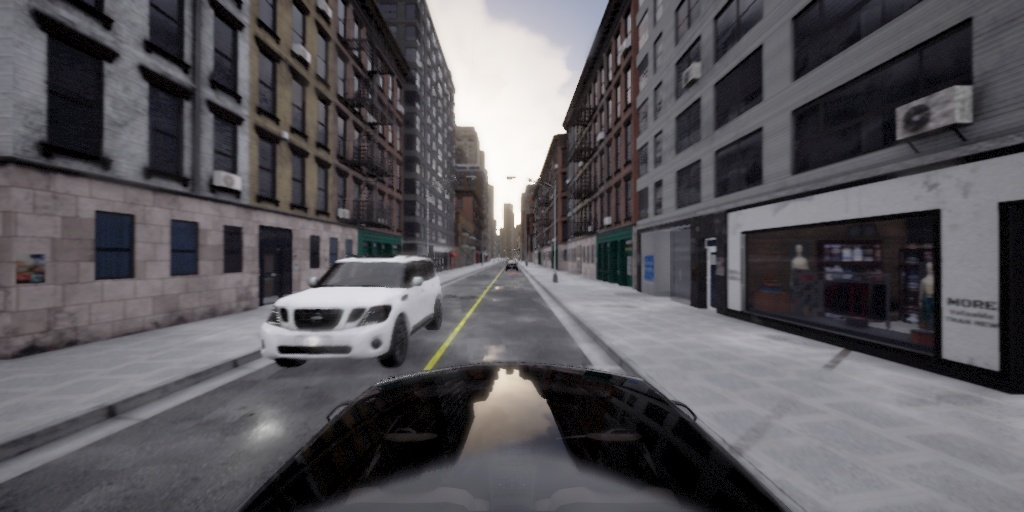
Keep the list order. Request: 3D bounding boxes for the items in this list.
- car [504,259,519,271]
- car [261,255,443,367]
[{"bbox_3d":[-0.025,1.426,51.723,1.837,1.490,4.892,0,0,0],"label":"car"},{"bbox_3d":[-3.085,0.996,8.353,2.150,2.045,5.566,0,0,0],"label":"car"}]
